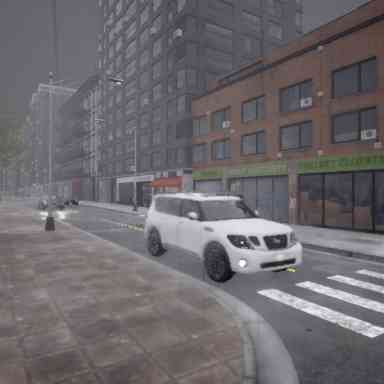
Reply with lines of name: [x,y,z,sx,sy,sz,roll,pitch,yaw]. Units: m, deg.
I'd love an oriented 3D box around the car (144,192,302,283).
car: [0.503,1.070,9.807,2.150,2.045,5.566,0,1,-33]

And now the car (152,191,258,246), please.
car: [0.341,1.005,15.556,2.150,2.045,5.566,0,1,-32]

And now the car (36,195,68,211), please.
car: [-13.491,1.001,31.717,1.812,1.442,4.674,0,0,-32]

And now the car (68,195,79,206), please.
car: [-14.858,1.020,39.299,1.895,1.301,4.718,0,0,-33]
